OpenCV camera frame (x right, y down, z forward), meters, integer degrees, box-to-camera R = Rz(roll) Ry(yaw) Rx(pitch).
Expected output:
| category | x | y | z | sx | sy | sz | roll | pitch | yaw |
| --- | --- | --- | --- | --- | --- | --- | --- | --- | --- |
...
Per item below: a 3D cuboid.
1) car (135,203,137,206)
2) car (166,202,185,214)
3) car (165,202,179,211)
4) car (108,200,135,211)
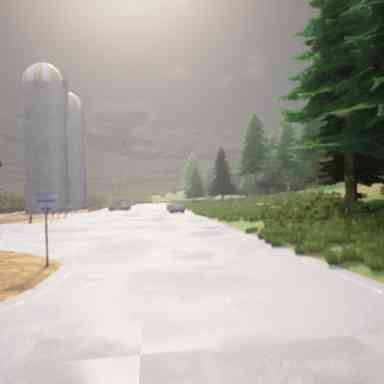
| category | x | y | z | sx | sy | sz | roll | pitch | yaw |
| --- | --- | --- | --- | --- | --- | --- | --- | --- | --- |
| car | -17.360 | 3.192 | 92.546 | 3.988 | 1.617 | 1.851 | -2 | -1 | -7 |
| car | -2.126 | 2.242 | 46.429 | 1.994 | 1.385 | 4.181 | -2 | -1 | -6 |
| car | -3.404 | 2.389 | 56.609 | 2.033 | 1.411 | 5.357 | -2 | -1 | -7 |
| car | -12.929 | 2.723 | 59.836 | 4.181 | 1.381 | 1.994 | -2 | -1 | -7 |
